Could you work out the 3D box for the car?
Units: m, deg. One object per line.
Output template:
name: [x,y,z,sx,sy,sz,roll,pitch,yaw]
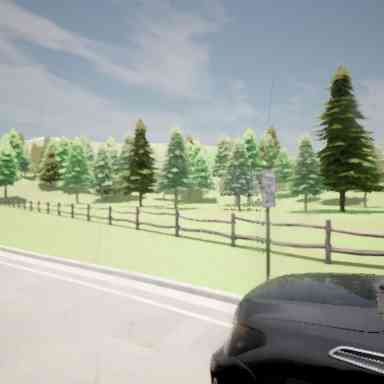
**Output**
car: [2.813,1.223,2.079,5.566,2.045,2.150,0,0,36]
